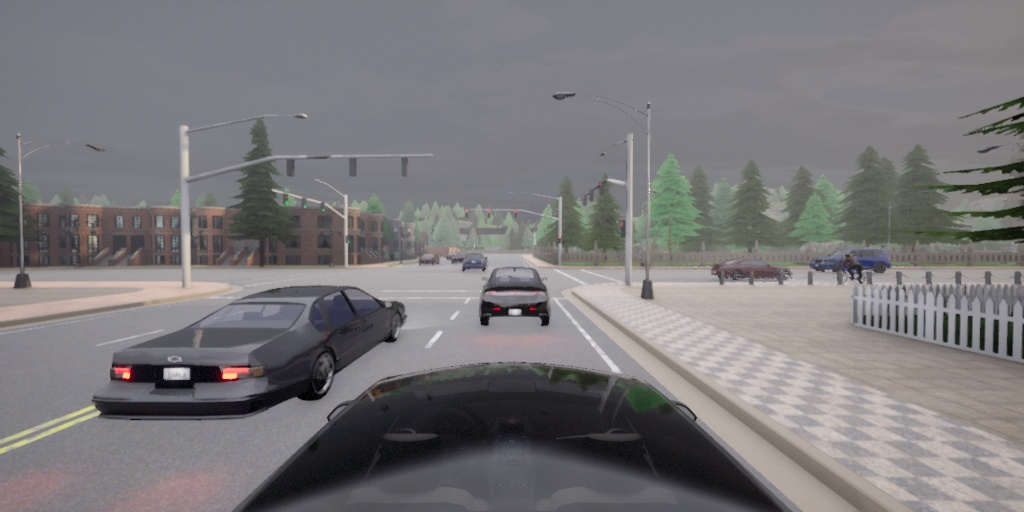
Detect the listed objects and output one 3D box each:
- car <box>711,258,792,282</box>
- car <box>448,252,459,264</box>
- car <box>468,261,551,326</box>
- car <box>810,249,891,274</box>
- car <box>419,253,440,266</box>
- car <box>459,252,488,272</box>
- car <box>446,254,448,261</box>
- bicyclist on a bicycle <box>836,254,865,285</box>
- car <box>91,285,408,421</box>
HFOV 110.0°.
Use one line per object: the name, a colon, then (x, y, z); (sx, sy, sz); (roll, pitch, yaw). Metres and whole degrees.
car: (15.425, 0.867, 23.223); (4.674, 1.442, 1.812); (0, 1, 1)
car: (-7.058, 0.195, 49.455); (2.097, 1.767, 4.553); (0, 1, 0)
car: (0.082, 1.067, 10.873); (2.128, 1.511, 4.902); (0, 1, 0)
car: (28.556, 0.427, 30.324); (5.566, 2.045, 2.150); (0, 1, 0)
car: (-10.575, 0.385, 46.063); (1.882, 1.535, 5.008); (0, 1, 0)
car: (-3.402, 0.489, 33.947); (2.097, 1.767, 4.553); (0, 1, 0)
car: (-10.521, 0.045, 63.948); (1.882, 1.535, 5.008); (0, 1, 1)
bicyclist on a bicycle: (18.250, 0.717, 19.354); (0.582, 1.620, 1.656); (0, 1, 0)
car: (-3.436, 1.212, 6.207); (2.033, 1.411, 5.357); (0, 1, 0)
